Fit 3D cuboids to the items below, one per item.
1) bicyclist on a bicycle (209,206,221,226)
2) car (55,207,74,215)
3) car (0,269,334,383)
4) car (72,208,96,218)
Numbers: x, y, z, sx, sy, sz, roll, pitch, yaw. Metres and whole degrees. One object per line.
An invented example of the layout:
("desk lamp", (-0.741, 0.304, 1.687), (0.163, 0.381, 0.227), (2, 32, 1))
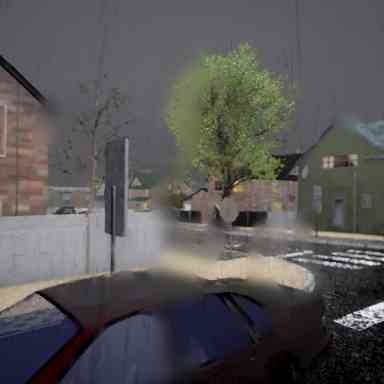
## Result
("bicyclist on a bicycle", (1.986, 1.907, 26.557), (1.656, 1.620, 0.582), (-2, 1, -35))
("car", (-20.135, 3.360, 52.920), (2.150, 2.045, 5.566), (1, -3, -35))
("car", (-0.723, 1.552, 3.016), (5.357, 1.411, 2.033), (0, 0, -41))
("car", (-14.065, 3.202, 44.342), (1.882, 1.535, 5.008), (1, -3, -35))
